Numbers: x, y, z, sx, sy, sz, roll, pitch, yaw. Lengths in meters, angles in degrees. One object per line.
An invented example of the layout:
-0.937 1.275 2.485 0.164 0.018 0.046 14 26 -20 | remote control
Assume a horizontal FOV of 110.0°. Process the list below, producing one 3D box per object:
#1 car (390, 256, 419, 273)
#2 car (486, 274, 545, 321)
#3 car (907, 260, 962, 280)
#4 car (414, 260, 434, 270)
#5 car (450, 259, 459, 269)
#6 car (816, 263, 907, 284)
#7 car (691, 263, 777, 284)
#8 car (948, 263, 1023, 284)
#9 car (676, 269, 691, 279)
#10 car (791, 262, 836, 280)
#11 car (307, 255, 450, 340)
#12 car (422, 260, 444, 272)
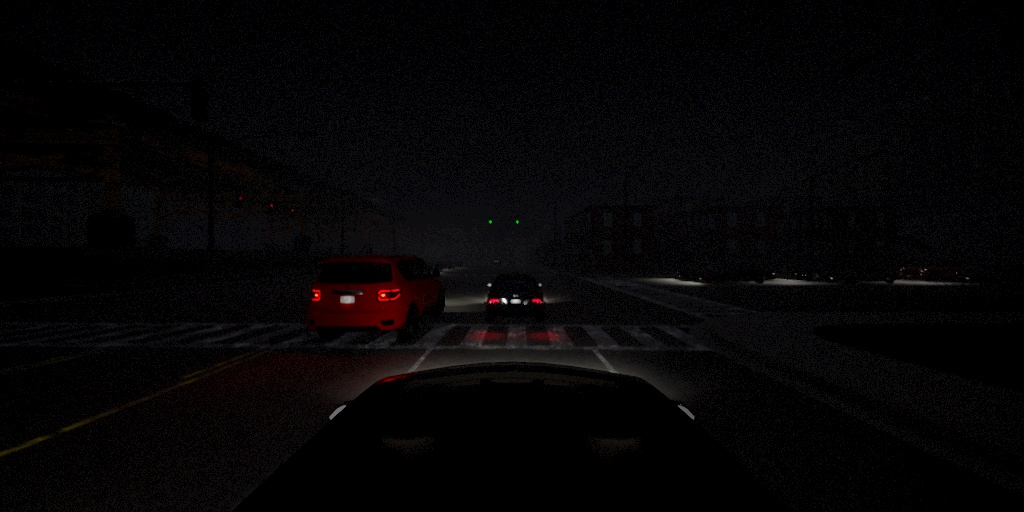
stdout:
-14.075 1.053 47.475 2.150 2.045 5.566 0 0 0 | car
0.102 1.317 12.531 2.033 1.411 5.357 0 0 0 | car
36.302 1.152 30.809 4.553 1.767 2.097 0 0 0 | car
-14.007 1.412 57.245 1.994 1.385 4.181 0 0 2 | car
-10.517 1.396 58.198 2.033 1.411 5.357 0 0 0 | car
26.562 1.395 27.334 4.718 1.301 1.895 0 0 0 | car
17.005 1.342 27.345 5.357 1.411 2.033 0 0 0 | car
36.902 1.395 27.307 4.718 1.301 1.895 0 0 0 | car
17.112 1.348 30.830 5.357 1.411 2.033 0 0 2 | car
26.840 1.305 30.832 4.892 1.490 1.837 0 0 0 | car
-3.406 0.988 10.117 2.150 2.045 5.566 0 0 0 | car
-10.575 1.310 48.179 1.882 1.535 5.008 0 0 0 | car
